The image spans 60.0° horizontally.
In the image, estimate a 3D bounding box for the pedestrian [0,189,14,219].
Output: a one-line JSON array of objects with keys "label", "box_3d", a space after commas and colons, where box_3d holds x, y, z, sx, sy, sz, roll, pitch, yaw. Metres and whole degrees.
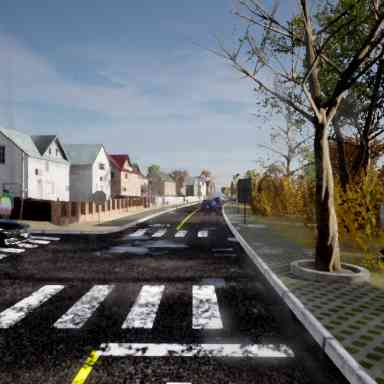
[{"label": "pedestrian", "box_3d": [-9.530, 0.771, 17.025, 0.375, 1.860, 0.375, 0, -3, 0]}]

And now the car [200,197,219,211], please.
[{"label": "car", "box_3d": [2.116, 1.625, 42.326, 1.812, 1.442, 4.674, 0, 0, 5]}]

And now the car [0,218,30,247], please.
[{"label": "car", "box_3d": [-8.226, 1.164, 11.487, 4.892, 1.490, 1.837, 3, 0, -5]}]

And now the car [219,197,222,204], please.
[{"label": "car", "box_3d": [5.193, 1.808, 68.774, 1.812, 1.442, 4.674, 0, -1, 8]}]
